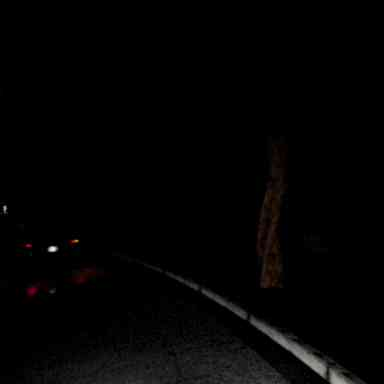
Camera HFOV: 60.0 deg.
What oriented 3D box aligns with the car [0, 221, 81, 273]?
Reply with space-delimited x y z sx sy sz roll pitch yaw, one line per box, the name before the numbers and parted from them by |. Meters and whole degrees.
car | -5.407 1.663 11.229 1.994 1.385 4.181 0 0 -42
